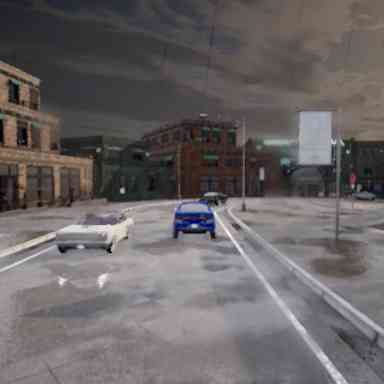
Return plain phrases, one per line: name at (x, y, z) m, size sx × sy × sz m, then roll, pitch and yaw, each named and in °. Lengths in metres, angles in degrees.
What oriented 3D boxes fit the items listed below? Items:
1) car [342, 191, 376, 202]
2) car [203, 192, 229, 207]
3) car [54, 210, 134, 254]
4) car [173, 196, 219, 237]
car at (25.631, 0.662, 51.206) m, size 4.902 × 1.511 × 2.128 m, roll 1°, pitch 2°, yaw 0°
car at (2.448, 0.705, 34.996) m, size 1.882 × 1.535 × 5.008 m, roll 0°, pitch 1°, yaw 23°
car at (-3.591, 1.429, 12.978) m, size 1.895 × 1.301 × 4.718 m, roll 0°, pitch 1°, yaw 0°
car at (0.104, 1.212, 16.429) m, size 1.882 × 1.535 × 5.008 m, roll 0°, pitch 2°, yaw 0°
